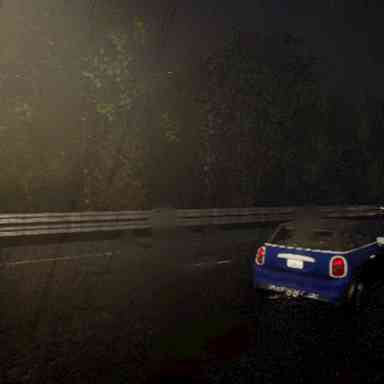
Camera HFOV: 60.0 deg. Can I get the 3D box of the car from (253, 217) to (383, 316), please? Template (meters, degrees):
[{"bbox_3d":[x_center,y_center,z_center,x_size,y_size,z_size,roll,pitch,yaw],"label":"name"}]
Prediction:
[{"bbox_3d":[3.408,1.426,8.053,2.097,1.767,4.553,0,0,41],"label":"car"}]
